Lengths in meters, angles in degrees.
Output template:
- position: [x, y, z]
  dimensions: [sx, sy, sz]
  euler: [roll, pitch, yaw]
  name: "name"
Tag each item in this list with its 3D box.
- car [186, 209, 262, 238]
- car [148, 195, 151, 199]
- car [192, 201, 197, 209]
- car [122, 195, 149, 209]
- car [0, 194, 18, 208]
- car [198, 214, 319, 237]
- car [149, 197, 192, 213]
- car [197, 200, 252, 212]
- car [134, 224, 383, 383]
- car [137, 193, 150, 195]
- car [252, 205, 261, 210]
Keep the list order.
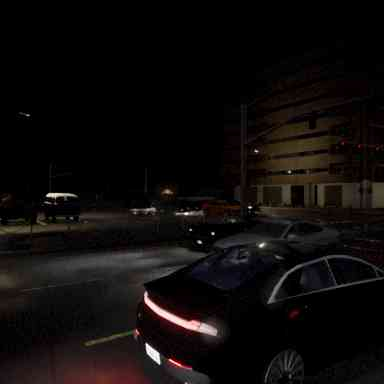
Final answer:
- position: [2.120, 1.601, 13.936]
  dimensions: [4.718, 1.301, 1.895]
  euler: [0, 0, -35]
  name: "car"
- position: [-6.240, 1.560, 50.632]
  dimensions: [1.837, 1.490, 4.892]
  euler: [0, 0, -34]
  name: "car"
- position: [-0.675, 1.656, 42.454]
  dimensions: [1.895, 1.301, 4.718]
  euler: [0, 0, -34]
  name: "car"
- position: [-8.454, 1.533, 47.659]
  dimensions: [1.882, 1.535, 5.008]
  euler: [0, 0, -34]
  name: "car"
- position: [-31.421, 1.209, 56.553]
  dimensions: [1.932, 1.855, 4.605]
  euler: [0, 0, -34]
  name: "car"
- position: [2.680, 1.525, 10.074]
  dimensions: [4.674, 1.442, 1.812]
  euler: [0, 0, -35]
  name: "car"
- position: [-2.603, 1.603, 39.067]
  dimensions: [2.033, 1.411, 5.357]
  euler: [0, 0, -34]
  name: "car"
- position: [2.932, 1.533, 30.957]
  dimensions: [1.882, 1.535, 5.008]
  euler: [0, 0, -34]
  name: "car"
- position: [1.594, 1.492, 4.879]
  dimensions: [4.902, 1.511, 2.128]
  euler: [0, 0, -34]
  name: "car"
- position: [-10.431, 1.277, 69.498]
  dimensions: [2.150, 2.045, 5.566]
  euler: [0, 0, -34]
  name: "car"
- position: [4.727, 1.603, 34.535]
  dimensions: [2.033, 1.411, 5.357]
  euler: [0, 0, -34]
  name: "car"
